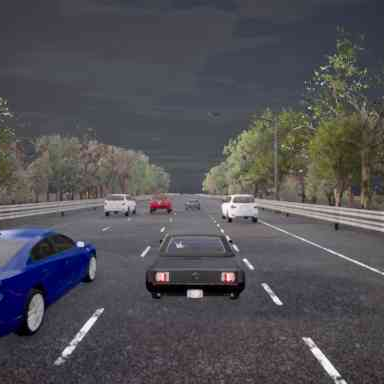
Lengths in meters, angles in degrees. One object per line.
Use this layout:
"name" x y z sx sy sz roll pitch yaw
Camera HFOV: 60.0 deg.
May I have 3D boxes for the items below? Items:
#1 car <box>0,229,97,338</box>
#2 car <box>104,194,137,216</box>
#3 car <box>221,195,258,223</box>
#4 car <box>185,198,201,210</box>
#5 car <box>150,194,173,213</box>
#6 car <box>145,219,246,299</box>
"car" -3.397 1.476 6.687 1.882 1.535 5.008 0 0 0
"car" -6.903 1.237 32.483 2.150 2.045 5.566 0 0 1
"car" 3.626 1.232 25.947 2.150 2.045 5.566 0 0 -2
"car" 0.112 1.518 42.939 2.128 1.511 4.902 0 0 0
"car" -3.386 1.242 37.037 2.150 2.045 5.566 0 0 0
"car" 0.098 1.600 8.381 1.895 1.301 4.718 0 0 1
